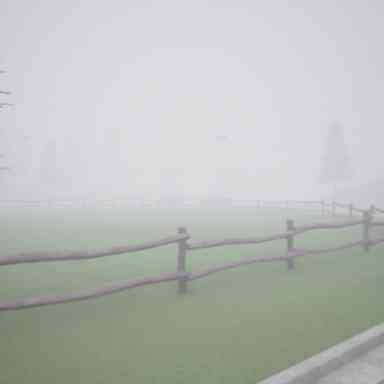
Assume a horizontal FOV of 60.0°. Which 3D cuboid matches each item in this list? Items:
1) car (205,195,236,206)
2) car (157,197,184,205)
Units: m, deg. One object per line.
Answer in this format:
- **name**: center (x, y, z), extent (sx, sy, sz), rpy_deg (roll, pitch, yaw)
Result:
- **car**: center (4.434, 1.306, 51.977), extent (5.008, 1.535, 1.882), rpy_deg (0, 0, 30)
- **car**: center (-3.317, 1.425, 51.732), extent (4.181, 1.385, 1.994), rpy_deg (0, 0, 15)
